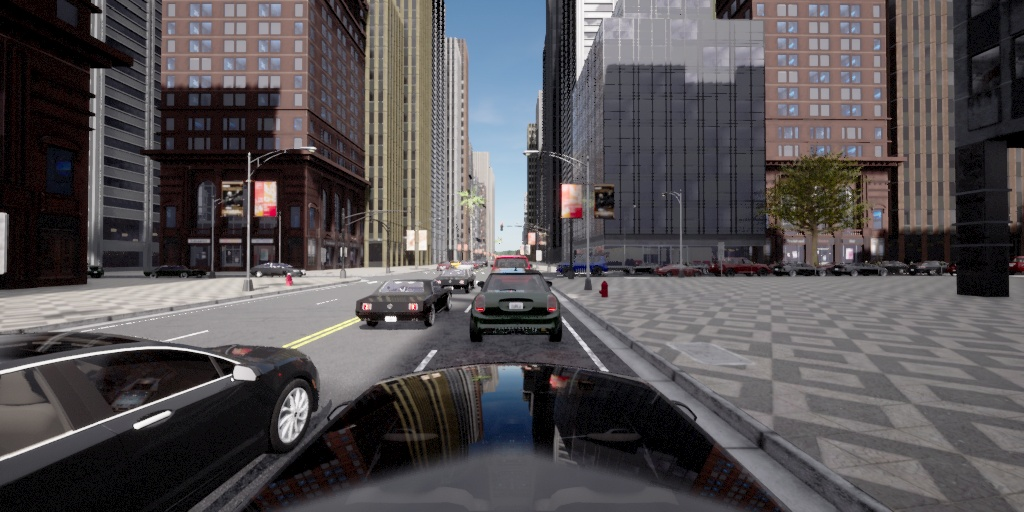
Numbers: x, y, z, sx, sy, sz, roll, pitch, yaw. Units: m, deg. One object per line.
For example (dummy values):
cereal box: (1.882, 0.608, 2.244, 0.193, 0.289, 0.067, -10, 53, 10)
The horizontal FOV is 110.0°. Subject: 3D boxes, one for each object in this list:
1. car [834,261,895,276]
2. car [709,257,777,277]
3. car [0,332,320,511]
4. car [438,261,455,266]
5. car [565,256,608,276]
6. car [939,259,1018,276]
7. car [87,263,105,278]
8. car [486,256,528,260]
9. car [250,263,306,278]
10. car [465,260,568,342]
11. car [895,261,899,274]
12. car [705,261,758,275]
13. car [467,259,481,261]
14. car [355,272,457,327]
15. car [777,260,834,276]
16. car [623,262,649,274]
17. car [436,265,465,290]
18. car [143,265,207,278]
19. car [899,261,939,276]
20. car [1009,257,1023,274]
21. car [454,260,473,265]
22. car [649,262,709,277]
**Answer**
car: (32.167, 1.261, 33.254, 4.313, 1.339, 1.948, 0, 0, -1)
car: (20.893, 1.042, 33.057, 5.009, 1.841, 2.192, 0, 0, -1)
car: (-3.151, 1.255, 2.237, 1.837, 1.490, 4.892, 0, 0, 0)
car: (-9.942, 1.504, 53.158, 1.812, 1.442, 4.674, 0, 0, -3)
car: (7.601, 1.067, 38.993, 5.566, 2.045, 2.150, 0, -1, 5)
car: (43.442, 1.215, 33.452, 4.507, 1.381, 1.888, 0, 0, -1)
car: (-43.300, 1.242, 34.899, 5.566, 2.045, 2.150, 0, -1, 0)
car: (-0.036, 1.003, 19.461, 2.150, 2.045, 5.566, 0, 0, 0)
car: (-22.716, 1.419, 34.914, 4.902, 1.511, 2.128, 0, -1, 0)
car: (0.081, 1.109, 9.940, 2.097, 1.767, 4.553, 0, 0, 0)
car: (40.233, 1.251, 39.134, 4.892, 1.490, 1.837, 0, -1, -1)
car: (23.719, 1.313, 38.876, 4.674, 1.442, 1.812, 0, -1, -1)
car: (-6.694, 1.635, 61.067, 1.895, 1.301, 4.718, 0, 0, 0)
car: (-3.167, 1.361, 11.587, 1.895, 1.301, 4.718, 0, 0, 0)
car: (26.530, 1.276, 33.155, 4.313, 1.339, 1.948, 0, 0, -1)
car: (15.107, 1.413, 41.482, 4.313, 1.339, 1.948, 0, 0, -1)
car: (-3.189, 1.388, 20.756, 1.895, 1.301, 4.718, 0, 0, 0)
car: (-32.663, 1.573, 34.903, 4.718, 1.301, 1.895, 0, -1, 0)
car: (42.522, 1.229, 36.067, 4.674, 1.442, 1.812, 0, -1, -1)
car: (49.081, 0.974, 33.550, 5.009, 1.841, 2.192, 0, 0, -1)
car: (-6.696, 1.571, 51.904, 1.895, 1.301, 4.718, 0, 0, 0)
car: (15.254, 1.328, 32.958, 4.207, 1.307, 1.802, 0, 0, -1)
